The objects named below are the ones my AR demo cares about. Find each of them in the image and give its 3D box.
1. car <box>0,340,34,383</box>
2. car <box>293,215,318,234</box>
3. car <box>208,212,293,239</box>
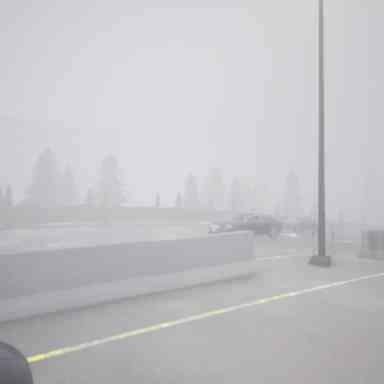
[{"bbox_3d":[-3.365,1.464,1.346,5.008,1.535,1.882,0,0,-36],"label":"car"},{"bbox_3d":[9.137,2.677,27.700,4.674,1.442,1.812,7,-4,-35],"label":"car"},{"bbox_3d":[3.171,1.909,19.149,4.902,1.511,2.128,4,-2,-35],"label":"car"}]
